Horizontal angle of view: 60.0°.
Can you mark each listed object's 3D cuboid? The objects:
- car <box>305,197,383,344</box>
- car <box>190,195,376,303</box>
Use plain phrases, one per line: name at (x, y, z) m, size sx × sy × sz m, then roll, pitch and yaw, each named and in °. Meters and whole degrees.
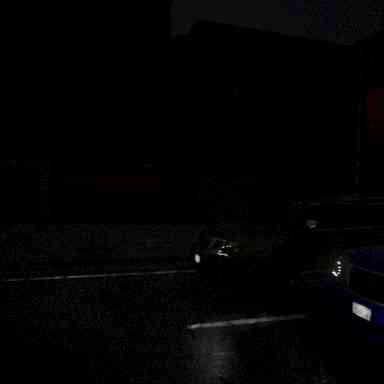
car at (4.820, 1.207, 4.984) m, size 5.566 × 2.045 × 2.150 m, roll 1°, pitch 1°, yaw -16°
car at (2.791, 1.096, 7.782) m, size 5.566 × 2.045 × 2.150 m, roll 1°, pitch 1°, yaw -16°
